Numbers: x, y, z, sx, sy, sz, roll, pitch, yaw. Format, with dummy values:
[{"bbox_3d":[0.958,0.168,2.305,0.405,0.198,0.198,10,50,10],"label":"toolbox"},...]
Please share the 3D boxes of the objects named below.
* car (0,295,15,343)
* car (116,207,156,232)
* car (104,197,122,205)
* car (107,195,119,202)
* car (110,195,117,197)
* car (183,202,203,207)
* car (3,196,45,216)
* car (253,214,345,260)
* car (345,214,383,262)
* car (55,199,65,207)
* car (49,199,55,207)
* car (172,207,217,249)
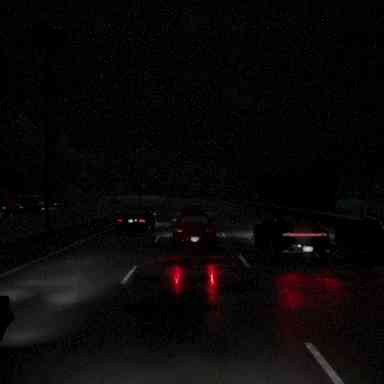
[{"bbox_3d":[-3.399,1.617,2.509,1.895,1.301,4.718,0,0,0],"label":"car"},{"bbox_3d":[-3.402,1.679,20.970,2.033,1.411,5.357,0,0,0],"label":"car"},{"bbox_3d":[-13.795,1.966,58.593,1.895,1.301,4.718,0,0,2],"label":"car"},{"bbox_3d":[-20.308,1.648,85.589,1.837,1.490,4.892,0,0,0],"label":"car"},{"bbox_3d":[-16.993,1.936,69.961,1.837,1.490,4.892,0,0,1],"label":"car"},{"bbox_3d":[0.088,1.685,33.038,1.882,1.535,5.008,0,0,0],"label":"car"},{"bbox_3d":[-17.593,1.567,34.653,2.097,1.767,4.553,0,0,0],"label":"car"},{"bbox_3d":[3.600,1.572,12.758,2.128,1.511,4.902,0,0,0],"label":"car"},{"bbox_3d":[7.099,1.571,12.484,2.128,1.511,4.902,0,0,0],"label":"car"},{"bbox_3d":[-24.274,1.913,58.790,2.033,1.411,5.357,0,0,2],"label":"car"},{"bbox_3d":[-21.052,1.503,44.616,2.150,2.045,5.566,0,-1,1],"label":"car"},{"bbox_3d":[0.099,1.619,14.875,1.812,1.442,4.674,0,0,0],"label":"car"}]
